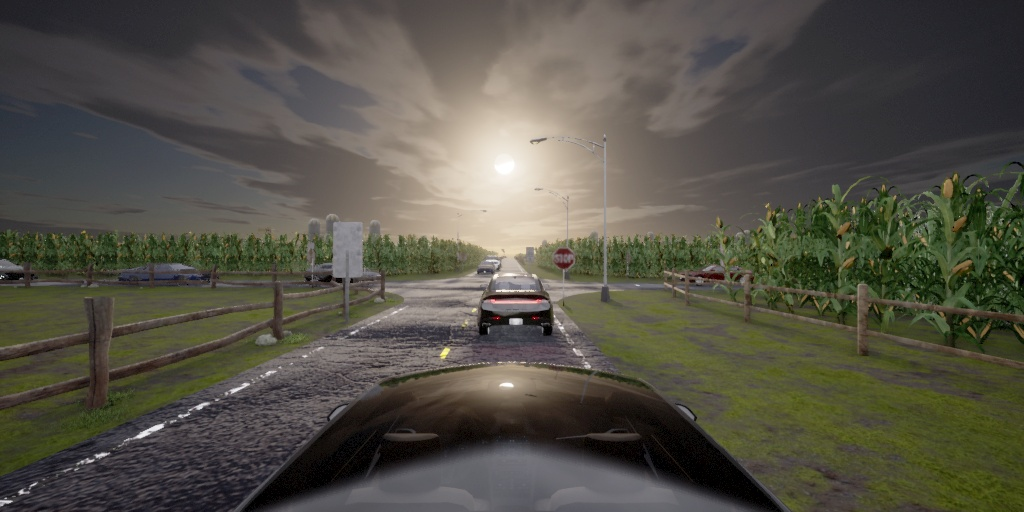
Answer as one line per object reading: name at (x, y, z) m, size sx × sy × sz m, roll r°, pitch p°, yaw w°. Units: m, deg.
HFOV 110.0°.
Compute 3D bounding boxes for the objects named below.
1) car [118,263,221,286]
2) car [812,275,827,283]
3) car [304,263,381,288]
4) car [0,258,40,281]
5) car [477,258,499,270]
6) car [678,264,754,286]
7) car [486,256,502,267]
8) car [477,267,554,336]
car at (-22.182, 1.162, 23.329) m, size 5.357 × 1.411 × 2.033 m, roll 0°, pitch -1°, yaw 0°
car at (24.187, 1.439, 25.874) m, size 4.892 × 1.490 × 1.837 m, roll 0°, pitch -1°, yaw 0°
car at (-10.551, 1.167, 22.727) m, size 4.902 × 1.511 × 2.128 m, roll 0°, pitch -1°, yaw 8°
car at (-34.124, 0.904, 23.438) m, size 4.553 × 1.767 × 2.097 m, roll 0°, pitch -1°, yaw 1°
car at (-2.898, 1.287, 40.853) m, size 2.033 × 1.411 × 5.357 m, roll 0°, pitch 0°, yaw 0°
car at (14.723, 1.346, 25.959) m, size 5.008 × 1.535 × 1.882 m, roll 0°, pitch -1°, yaw 1°
car at (-2.896, 0.954, 51.327) m, size 2.150 × 2.045 × 5.566 m, roll 0°, pitch 0°, yaw 1°
car at (0.088, 1.242, 10.384) m, size 2.128 × 1.511 × 4.902 m, roll 0°, pitch 0°, yaw 0°
